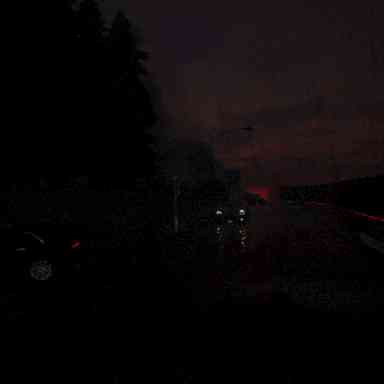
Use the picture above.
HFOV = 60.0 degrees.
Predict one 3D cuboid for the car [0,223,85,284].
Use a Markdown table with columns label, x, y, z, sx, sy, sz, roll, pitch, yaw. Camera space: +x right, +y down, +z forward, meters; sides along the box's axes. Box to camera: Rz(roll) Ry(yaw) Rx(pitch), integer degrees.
| label | x | y | z | sx | sy | sz | roll | pitch | yaw |
| --- | --- | --- | --- | --- | --- | --- | --- | --- | --- |
| car | -5.487 | 1.665 | 9.011 | 4.892 | 1.490 | 1.837 | -1 | 3 | -17 |

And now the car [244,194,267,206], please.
| label | x | y | z | sx | sy | sz | roll | pitch | yaw |
| --- | --- | --- | --- | --- | --- | --- | --- | --- | --- |
| car | 10.420 | 1.280 | 55.756 | 2.150 | 2.045 | 5.566 | -1 | 0 | -16 |

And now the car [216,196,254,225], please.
| label | x | y | z | sx | sy | sz | roll | pitch | yaw |
| --- | --- | --- | --- | --- | --- | --- | --- | --- | --- |
| car | 3.096 | 1.409 | 24.485 | 2.097 | 1.767 | 4.553 | -1 | 0 | 15 |
